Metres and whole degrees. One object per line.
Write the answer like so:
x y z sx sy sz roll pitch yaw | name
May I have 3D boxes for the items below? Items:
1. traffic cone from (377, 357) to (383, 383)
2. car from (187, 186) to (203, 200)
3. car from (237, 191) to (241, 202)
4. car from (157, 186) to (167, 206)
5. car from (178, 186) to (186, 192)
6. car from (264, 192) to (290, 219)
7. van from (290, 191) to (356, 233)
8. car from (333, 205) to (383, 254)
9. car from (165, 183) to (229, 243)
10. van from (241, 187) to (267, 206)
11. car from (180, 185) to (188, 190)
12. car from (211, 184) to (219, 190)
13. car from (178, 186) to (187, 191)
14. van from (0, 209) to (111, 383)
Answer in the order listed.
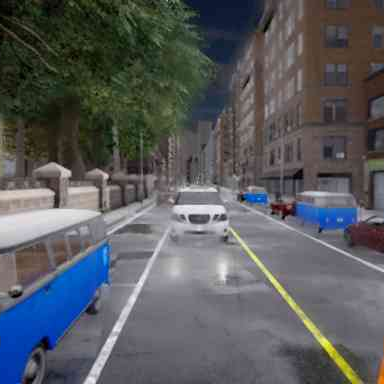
2.081 1.853 3.498 0.340 0.580 0.340 0 2 0 | traffic cone
0.400 0.058 44.212 2.097 1.767 4.553 0 2 0 | car
6.250 0.450 38.458 1.947 1.339 4.313 0 2 0 | car
-2.281 0.359 32.761 2.192 1.841 5.009 0 2 0 | car
-2.235 -0.729 76.267 1.752 1.417 4.829 0 2 0 | car
6.231 0.928 21.483 1.887 1.381 4.507 0 2 0 | car
6.225 0.889 15.819 1.690 1.788 3.998 0 2 0 | van
6.219 1.293 10.168 1.802 1.307 4.206 0 2 0 | car
0.271 0.806 14.176 2.150 2.045 5.566 0 2 0 | car
6.243 0.393 32.793 1.690 1.788 3.998 0 2 0 | van
-2.218 -1.196 92.783 1.887 1.381 4.507 0 2 0 | car
6.306 -1.292 92.807 1.967 1.590 4.097 0 2 0 | car
-2.229 -0.870 81.885 2.008 1.369 4.403 0 2 0 | car
-2.312 1.206 4.484 1.690 1.788 3.998 0 2 0 | van
